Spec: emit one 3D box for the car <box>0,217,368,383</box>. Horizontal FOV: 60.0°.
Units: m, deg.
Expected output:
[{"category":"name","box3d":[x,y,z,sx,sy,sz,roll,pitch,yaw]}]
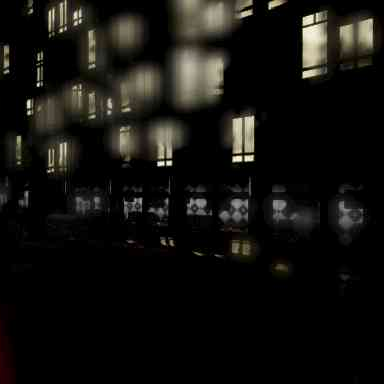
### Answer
[{"category":"car","box3d":[-0.911,1.314,3.520,5.009,1.841,2.192,0,0,36]}]
